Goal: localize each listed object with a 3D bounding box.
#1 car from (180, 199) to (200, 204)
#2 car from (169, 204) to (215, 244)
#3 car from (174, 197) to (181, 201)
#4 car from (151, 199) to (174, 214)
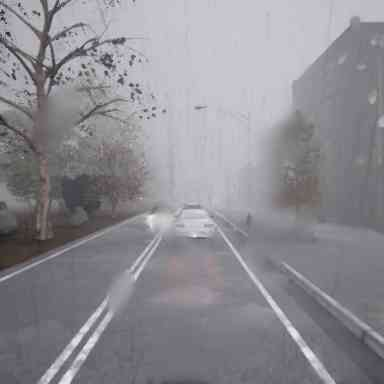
[{"bbox_3d":[0.054,1.597,33.275,1.812,1.442,4.674,0,0,0],"label":"car"},{"bbox_3d":[0.090,1.526,15.782,1.812,1.442,4.674,0,0,0],"label":"car"},{"bbox_3d":[-3.525,2.048,77.719,1.837,1.490,4.892,0,-1,0],"label":"car"},{"bbox_3d":[-3.400,1.701,36.540,1.895,1.301,4.718,0,-1,0],"label":"car"}]
